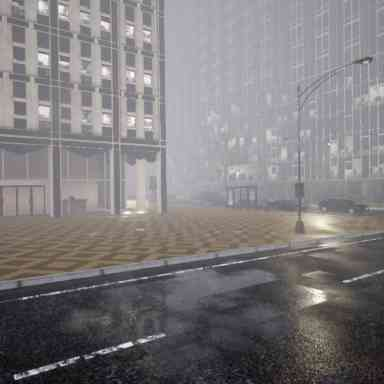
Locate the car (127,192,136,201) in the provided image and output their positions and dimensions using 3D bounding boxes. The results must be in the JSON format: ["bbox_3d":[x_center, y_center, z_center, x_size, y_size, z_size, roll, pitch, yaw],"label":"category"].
[{"bbox_3d":[-12.116,1.039,67.750,2.008,1.369,4.403,0,1,-34],"label":"car"}]

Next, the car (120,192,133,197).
[{"bbox_3d":[-18.056,0.688,91.238,2.008,1.369,4.403,0,1,-34],"label":"car"}]

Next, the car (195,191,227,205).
[{"bbox_3d":[3.254,0.887,49.897,2.150,2.045,5.566,-1,1,-35],"label":"car"}]

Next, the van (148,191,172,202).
[{"bbox_3d":[-5.689,0.937,58.371,1.690,1.788,3.998,0,1,-34],"label":"van"}]

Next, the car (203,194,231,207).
[{"bbox_3d":[3.906,1.319,44.281,1.947,1.339,4.313,0,1,-34],"label":"car"}]

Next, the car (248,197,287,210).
[{"bbox_3d":[9.269,1.363,41.118,1.895,1.301,4.718,-1,1,-34],"label":"car"}]

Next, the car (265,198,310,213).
[{"bbox_3d":[10.270,1.424,34.860,1.947,1.339,4.313,0,1,-34],"label":"car"}]

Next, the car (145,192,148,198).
[{"bbox_3d":[-8.417,0.615,77.171,2.192,1.841,5.009,0,1,-34],"label":"car"}]

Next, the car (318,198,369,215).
[{"bbox_3d":[14.877,1.358,32.913,1.837,1.490,4.892,-1,1,-34],"label":"car"}]

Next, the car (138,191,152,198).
[{"bbox_3d":[-11.630,0.686,81.861,1.967,1.590,4.097,0,1,-34],"label":"car"}]

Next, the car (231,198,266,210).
[{"bbox_3d":[7.071,1.388,39.561,1.802,1.307,4.206,0,1,-34],"label":"car"}]

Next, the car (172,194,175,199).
[{"bbox_3d":[-5.203,0.936,72.487,1.802,1.307,4.206,0,1,-34],"label":"car"}]

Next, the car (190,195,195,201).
[{"bbox_3d":[1.224,1.043,63.110,1.802,1.307,4.206,0,1,-34],"label":"car"}]

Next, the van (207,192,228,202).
[{"bbox_3d":[4.436,0.855,58.419,1.690,1.788,3.998,0,1,-34],"label":"van"}]
